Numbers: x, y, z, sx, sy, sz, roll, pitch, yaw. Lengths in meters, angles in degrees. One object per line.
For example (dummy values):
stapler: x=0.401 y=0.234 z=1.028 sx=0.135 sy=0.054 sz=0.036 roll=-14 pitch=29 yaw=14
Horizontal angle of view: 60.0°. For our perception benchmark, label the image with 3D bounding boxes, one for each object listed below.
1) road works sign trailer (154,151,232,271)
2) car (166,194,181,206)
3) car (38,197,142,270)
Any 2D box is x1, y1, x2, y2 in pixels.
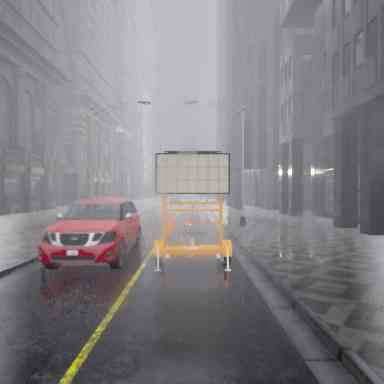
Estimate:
road works sign trailer: x=0.024 y=0.466 z=10.876 sx=2.380 sy=3.560 sz=2.880 roll=0 pitch=0 yaw=0
car: x=-2.945 y=1.599 z=58.044 sx=2.033 sy=1.411 sz=5.357 roll=0 pitch=0 yaw=0
car: x=-3.092 y=1.223 z=11.374 sx=2.150 sy=2.045 sz=5.566 roll=0 pitch=0 yaw=0
